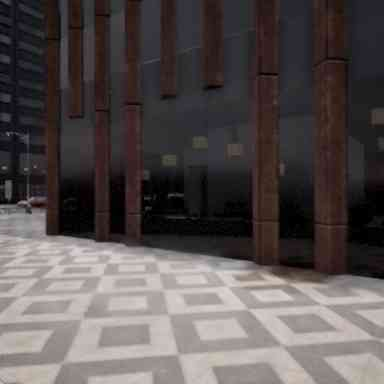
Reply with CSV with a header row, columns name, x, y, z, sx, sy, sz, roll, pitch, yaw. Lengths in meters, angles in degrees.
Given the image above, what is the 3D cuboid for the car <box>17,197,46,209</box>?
name,x,y,z,sx,sy,sz,roll,pitch,yaw
car,-20.034,1.328,42.315,1.967,1.590,4.097,0,0,36
